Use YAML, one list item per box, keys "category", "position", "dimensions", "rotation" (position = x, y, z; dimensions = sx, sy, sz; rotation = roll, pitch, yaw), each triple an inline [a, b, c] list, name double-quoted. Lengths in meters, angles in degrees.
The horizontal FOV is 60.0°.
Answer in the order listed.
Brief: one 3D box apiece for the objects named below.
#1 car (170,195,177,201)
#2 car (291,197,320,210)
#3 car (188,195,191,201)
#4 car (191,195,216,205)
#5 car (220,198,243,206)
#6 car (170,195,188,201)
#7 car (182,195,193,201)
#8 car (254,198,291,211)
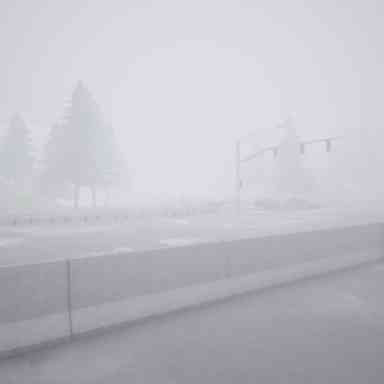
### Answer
- category: "car"
  position: [-4.898, 1.562, 87.142]
  dimensions: [1.895, 1.301, 4.718]
  rotation: [0, 0, -3]
- category: "car"
  position: [14.101, 1.487, 42.907]
  dimensions: [1.837, 1.490, 4.892]
  rotation: [0, 0, -35]
- category: "car"
  position: [1.295, 1.473, 69.697]
  dimensions: [1.837, 1.490, 4.892]
  rotation: [0, 0, -18]
- category: "car"
  position: [2.180, 1.524, 56.770]
  dimensions: [2.033, 1.411, 5.357]
  rotation: [0, 0, -23]
- category: "car"
  position: [6.617, 1.576, 55.436]
  dimensions: [1.895, 1.301, 4.718]
  rotation: [0, 0, -25]
- category: "car"
  position: [-2.800, 1.514, 71.741]
  dimensions: [2.033, 1.411, 5.357]
  rotation: [0, 0, -14]
- category: "car"
  position: [-1.232, 1.488, 84.586]
  dimensions: [2.128, 1.511, 4.902]
  rotation: [0, 0, -7]
- category: "car"
  position: [9.656, 1.473, 41.719]
  dimensions: [2.128, 1.511, 4.902]
  rotation: [0, 0, -24]
